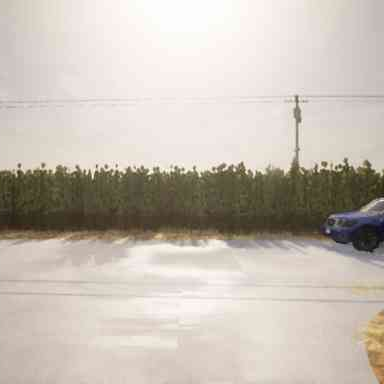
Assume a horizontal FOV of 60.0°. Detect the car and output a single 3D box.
[{"bbox_3d":[8.183,1.200,13.205,5.566,2.045,2.150,0,0,0],"label":"car"}]
